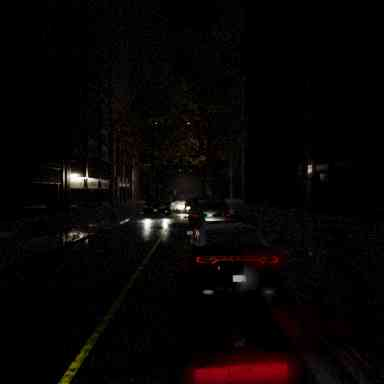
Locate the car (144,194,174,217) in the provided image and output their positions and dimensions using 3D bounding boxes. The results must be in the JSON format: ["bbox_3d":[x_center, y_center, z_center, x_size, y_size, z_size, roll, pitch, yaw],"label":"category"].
[{"bbox_3d":[-3.154,1.233,31.422,2.150,2.045,5.566,0,0,0],"label":"car"}]

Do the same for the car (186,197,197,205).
[{"bbox_3d":[-0.104,1.645,60.141,1.895,1.301,4.718,0,0,0],"label":"car"}]

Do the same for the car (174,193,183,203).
[{"bbox_3d":[-3.128,1.286,73.597,2.150,2.045,5.566,0,0,0],"label":"car"}]

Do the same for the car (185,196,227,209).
[{"bbox_3d":[0.868,1.229,18.761,2.150,2.045,5.566,0,0,0],"label":"car"}]

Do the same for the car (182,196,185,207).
[{"bbox_3d":[-0.068,1.551,46.074,1.812,1.442,4.674,0,0,0],"label":"car"}]

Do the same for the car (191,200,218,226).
[{"bbox_3d":[0.857,1.464,24.920,1.801,1.575,5.366,0,0,0],"label":"car"}]

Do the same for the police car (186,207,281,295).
[{"bbox_3d":[0.885,1.426,8.840,1.930,1.638,5.238,0,0,0],"label":"police car"}]
